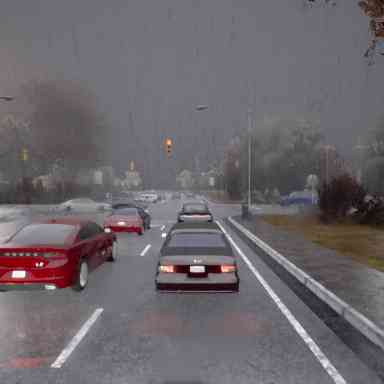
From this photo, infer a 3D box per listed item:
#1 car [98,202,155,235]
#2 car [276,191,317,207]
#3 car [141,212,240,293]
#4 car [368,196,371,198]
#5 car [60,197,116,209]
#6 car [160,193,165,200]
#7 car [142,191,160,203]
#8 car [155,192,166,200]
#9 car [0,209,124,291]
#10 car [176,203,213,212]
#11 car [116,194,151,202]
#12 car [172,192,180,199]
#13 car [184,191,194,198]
[{"bbox_3d":[-3.390,1.458,17.980,1.994,1.385,4.181,0,1,0],"label":"car"},{"bbox_3d":[13.785,0.895,43.189,5.566,2.045,2.150,0,1,-4],"label":"car"},{"bbox_3d":[0.104,1.515,8.919,2.033,1.411,5.357,0,0,0],"label":"car"},{"bbox_3d":[24.086,1.216,43.767,5.357,1.411,2.033,0,1,-3],"label":"car"},{"bbox_3d":[-9.927,1.305,31.144,4.674,1.442,1.812,0,1,-3],"label":"car"},{"bbox_3d":[-7.021,0.962,65.409,2.128,1.511,4.902,0,1,0],"label":"car"},{"bbox_3d":[-7.066,0.790,55.237,2.150,2.045,5.566,0,1,0],"label":"car"},{"bbox_3d":[-7.086,0.871,75.797,2.128,1.511,4.902,0,1,-1],"label":"car"},{"bbox_3d":[-3.393,1.445,8.993,1.882,1.535,5.008,0,0,0],"label":"car"},{"bbox_3d":[0.138,1.380,18.611,2.128,1.511,4.902,0,0,-1],"label":"car"},{"bbox_3d":[-7.072,1.239,34.810,4.902,1.511,2.128,0,1,-3],"label":"car"},{"bbox_3d":[-3.635,0.844,77.884,2.128,1.511,4.902,0,1,-2],"label":"car"},{"bbox_3d":[-0.449,0.714,86.177,2.128,1.511,4.902,0,1,-4],"label":"car"}]
